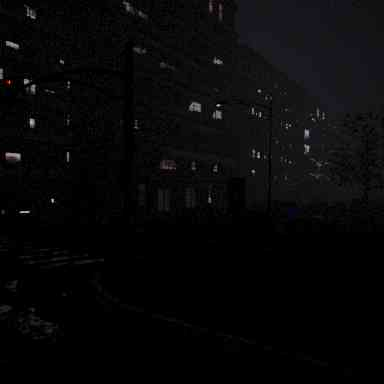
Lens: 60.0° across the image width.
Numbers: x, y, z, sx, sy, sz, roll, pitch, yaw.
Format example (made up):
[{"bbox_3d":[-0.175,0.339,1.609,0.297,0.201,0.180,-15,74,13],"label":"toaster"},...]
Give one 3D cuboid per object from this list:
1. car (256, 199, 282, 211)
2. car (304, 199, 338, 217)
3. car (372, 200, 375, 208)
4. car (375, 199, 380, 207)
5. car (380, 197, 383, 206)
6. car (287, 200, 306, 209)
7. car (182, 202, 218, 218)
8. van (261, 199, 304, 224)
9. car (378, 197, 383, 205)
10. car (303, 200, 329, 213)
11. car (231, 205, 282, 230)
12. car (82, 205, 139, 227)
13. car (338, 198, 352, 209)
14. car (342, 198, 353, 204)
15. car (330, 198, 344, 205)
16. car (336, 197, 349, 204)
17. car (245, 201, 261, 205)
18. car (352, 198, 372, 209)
[{"bbox_3d":[10.725,1.743,45.977,1.967,1.590,4.097,1,0,36],"label":"car"},{"bbox_3d":[14.181,1.837,36.544,1.967,1.590,4.097,1,0,36],"label":"car"},{"bbox_3d":[30.599,2.201,58.810,1.802,1.307,4.206,1,0,36],"label":"car"},{"bbox_3d":[33.884,2.103,63.264,1.967,1.590,4.097,1,0,36],"label":"car"},{"bbox_3d":[37.167,2.251,67.717,1.887,1.381,4.507,1,0,36],"label":"car"},{"bbox_3d":[17.292,1.974,54.884,1.802,1.307,4.206,1,0,36],"label":"car"},{"bbox_3d":[0.872,1.712,32.616,1.887,1.381,4.507,1,0,36],"label":"car"},{"bbox_3d":[7.613,1.647,27.637,1.690,1.788,3.998,1,0,36],"label":"van"},{"bbox_3d":[47.023,2.150,81.078,2.192,1.841,5.009,1,0,36],"label":"car"},{"bbox_3d":[16.497,1.892,44.038,1.882,1.535,5.008,1,0,37],"label":"car"},{"bbox_3d":[4.327,1.826,23.183,1.947,1.339,4.313,1,0,36],"label":"car"},{"bbox_3d":[-5.696,1.626,23.710,2.008,1.369,4.403,1,0,36],"label":"car"},{"bbox_3d":[24.020,2.064,54.263,2.033,1.411,5.357,1,0,37],"label":"car"},{"bbox_3d":[40.180,2.220,85.920,1.752,1.417,4.829,1,0,36],"label":"car"},{"bbox_3d":[33.712,2.176,77.150,1.947,1.339,4.313,1,0,36],"label":"car"},{"bbox_3d":[36.998,2.093,81.604,1.967,1.590,4.097,1,0,36],"label":"car"},{"bbox_3d":[7.440,1.840,41.523,1.802,1.307,4.206,1,0,36],"label":"car"},{"bbox_3d":[27.318,1.891,54.357,2.192,1.841,5.009,1,0,36],"label":"car"}]
